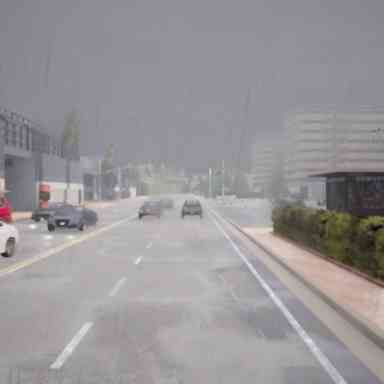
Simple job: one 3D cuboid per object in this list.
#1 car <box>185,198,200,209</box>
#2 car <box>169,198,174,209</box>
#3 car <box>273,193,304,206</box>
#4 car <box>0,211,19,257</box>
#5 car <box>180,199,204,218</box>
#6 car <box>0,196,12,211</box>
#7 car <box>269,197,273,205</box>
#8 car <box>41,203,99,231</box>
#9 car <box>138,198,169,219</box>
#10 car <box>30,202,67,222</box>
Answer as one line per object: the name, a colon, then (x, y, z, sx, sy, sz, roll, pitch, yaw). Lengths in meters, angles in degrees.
car: (0.048, 1.542, 44.366, 1.895, 1.301, 4.718, 0, 0, 0)
car: (-3.450, 1.505, 44.324, 1.994, 1.385, 4.181, 0, 0, 0)
car: (14.287, 1.093, 48.159, 3.866, 1.878, 1.905, 0, 0, -2)
car: (-7.094, 1.512, 10.150, 1.812, 1.442, 4.674, 0, 0, 0)
car: (0.010, 1.453, 29.232, 2.128, 1.511, 4.902, 0, 0, 0)
car: (-10.598, 1.200, 15.463, 2.150, 2.045, 5.566, 0, 0, 0)
car: (14.267, 1.086, 51.054, 4.605, 1.855, 1.932, 0, 0, -2)
car: (-7.082, 1.537, 20.154, 1.994, 1.385, 4.181, 0, 0, 0)
car: (-3.491, 1.509, 29.067, 2.033, 1.411, 5.357, 0, 0, 0)
car: (-10.551, 1.512, 26.161, 2.033, 1.411, 5.357, 0, 0, 1)
